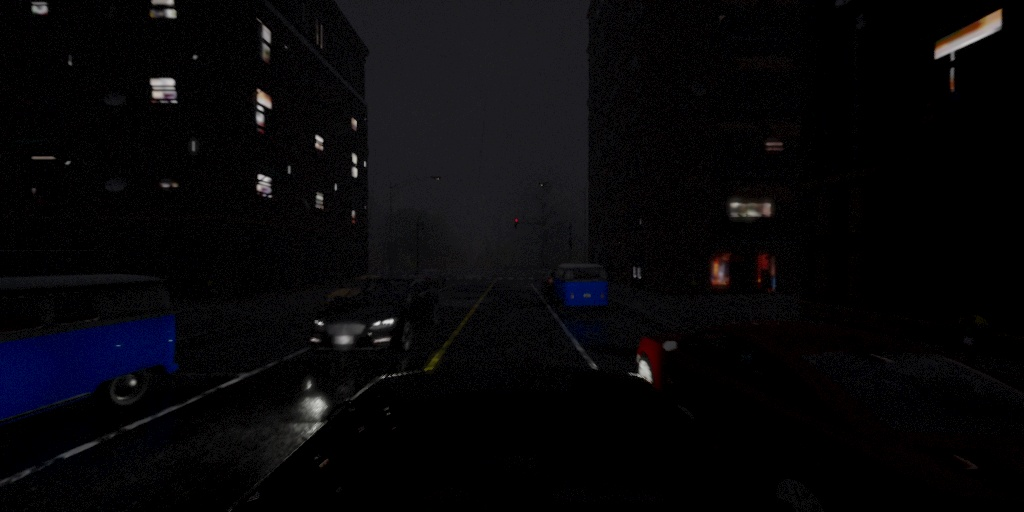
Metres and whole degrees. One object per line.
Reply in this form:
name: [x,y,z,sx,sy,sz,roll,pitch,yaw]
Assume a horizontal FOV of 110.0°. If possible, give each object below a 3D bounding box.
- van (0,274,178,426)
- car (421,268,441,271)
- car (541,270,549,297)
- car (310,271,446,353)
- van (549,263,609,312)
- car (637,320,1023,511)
van: [-5.690,1.104,3.506,1.690,1.789,3.998,0,0,0]
car: [-5.784,1.503,25.596,1.802,1.307,4.207,0,0,0]
car: [2.693,1.322,20.125,1.967,1.591,4.097,0,0,0]
car: [-3.097,1.295,9.052,2.128,1.511,4.902,0,0,0]
van: [2.692,1.184,14.602,1.690,1.789,3.998,0,0,0]
car: [2.690,1.308,3.553,1.888,1.381,4.507,0,0,0]
